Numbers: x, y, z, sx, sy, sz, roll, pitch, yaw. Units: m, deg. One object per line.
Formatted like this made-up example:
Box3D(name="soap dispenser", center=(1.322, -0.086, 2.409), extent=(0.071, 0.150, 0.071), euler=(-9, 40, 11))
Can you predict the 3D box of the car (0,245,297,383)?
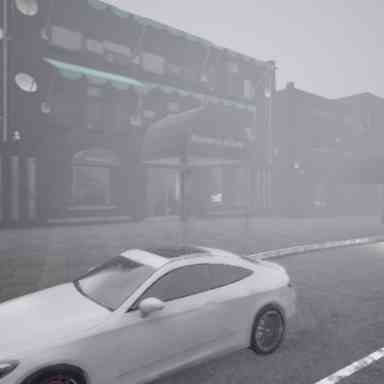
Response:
Box3D(name="car", center=(-0.496, 1.528, 4.567), extent=(4.674, 1.442, 1.812), euler=(0, 0, -35))
